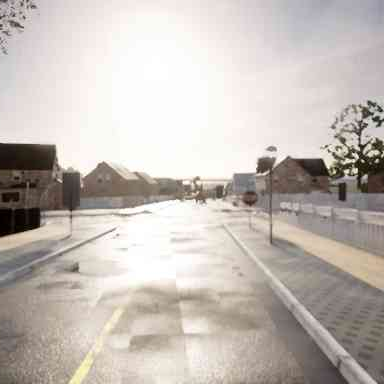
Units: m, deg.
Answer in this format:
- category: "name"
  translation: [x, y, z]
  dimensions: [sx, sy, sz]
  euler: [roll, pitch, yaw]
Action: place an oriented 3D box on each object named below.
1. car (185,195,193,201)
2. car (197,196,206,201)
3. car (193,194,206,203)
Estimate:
- category: "car"
  translation: [-0.597, 1.401, 80.627]
  dimensions: [2.033, 1.411, 5.357]
  euler: [0, 0, 3]
- category: "car"
  translation: [2.493, 1.704, 86.730]
  dimensions: [1.994, 1.385, 4.181]
  euler: [0, 0, 3]
- category: "car"
  translation: [1.938, 1.437, 76.353]
  dimensions: [2.150, 2.045, 5.566]
  euler: [0, 0, 3]
